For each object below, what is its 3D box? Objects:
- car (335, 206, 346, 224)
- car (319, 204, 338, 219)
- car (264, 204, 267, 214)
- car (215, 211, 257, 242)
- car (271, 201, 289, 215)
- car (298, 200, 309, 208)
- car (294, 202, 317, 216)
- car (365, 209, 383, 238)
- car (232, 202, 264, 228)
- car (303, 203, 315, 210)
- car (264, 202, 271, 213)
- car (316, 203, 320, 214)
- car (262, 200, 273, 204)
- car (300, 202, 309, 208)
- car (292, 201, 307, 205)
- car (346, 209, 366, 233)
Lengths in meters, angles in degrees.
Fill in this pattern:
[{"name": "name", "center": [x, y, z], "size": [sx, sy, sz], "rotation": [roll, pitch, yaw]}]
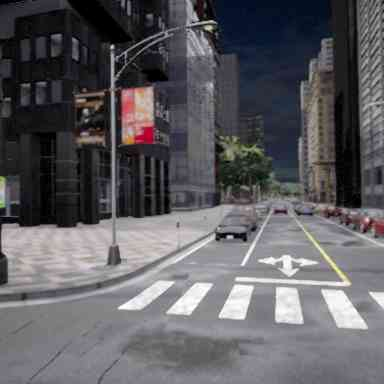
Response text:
[{"name": "car", "center": [13.505, 2.106, 27.763], "size": [1.802, 1.307, 4.206], "rotation": [-1, -1, 15]}, {"name": "car", "center": [16.243, 2.281, 38.261], "size": [1.887, 1.381, 4.507], "rotation": [-1, -1, 15]}, {"name": "car", "center": [6.584, 2.298, 35.003], "size": [1.752, 1.417, 4.829], "rotation": [-1, -1, 15]}, {"name": "car", "center": [2.518, 2.025, 19.419], "size": [1.947, 1.339, 4.313], "rotation": [-1, -1, 15]}, {"name": "car", "center": [12.854, 2.484, 48.089], "size": [1.882, 1.535, 5.008], "rotation": [-1, -1, 15]}, {"name": "car", "center": [28.563, 3.036, 85.501], "size": [2.192, 1.841, 5.009], "rotation": [-1, -1, 15]}, {"name": "car", "center": [14.868, 2.446, 43.796], "size": [1.994, 1.385, 4.181], "rotation": [-1, -1, 15]}, {"name": "car", "center": [10.764, 1.753, 17.270], "size": [1.967, 1.590, 4.097], "rotation": [-1, -1, 15]}, {"name": "car", "center": [3.884, 1.880, 24.674], "size": [2.192, 1.841, 5.009], "rotation": [-1, -1, 15]}, {"name": "car", "center": [24.458, 2.934, 69.751], "size": [1.887, 1.381, 4.507], "rotation": [-1, -1, 15]}, {"name": "car", "center": [10.736, 2.680, 50.914], "size": [1.802, 1.307, 4.206], "rotation": [-1, -1, 15]}, {"name": "car", "center": [19.024, 2.480, 48.922], "size": [1.752, 1.417, 4.829], "rotation": [-1, -1, 15]}, {"name": "car", "center": [12.101, 2.522, 56.170], "size": [2.192, 1.841, 5.009], "rotation": [-1, -1, 15]}, {"name": "car", "center": [27.240, 3.139, 80.411], "size": [1.752, 1.417, 4.829], "rotation": [-1, -1, 15]}, {"name": "car", "center": [17.332, 2.627, 53.364], "size": [2.033, 1.411, 5.357], "rotation": [-1, -1, 15]}, {"name": "car", "center": [12.134, 1.858, 22.518], "size": [1.967, 1.590, 4.097], "rotation": [-1, -1, 15]}]
